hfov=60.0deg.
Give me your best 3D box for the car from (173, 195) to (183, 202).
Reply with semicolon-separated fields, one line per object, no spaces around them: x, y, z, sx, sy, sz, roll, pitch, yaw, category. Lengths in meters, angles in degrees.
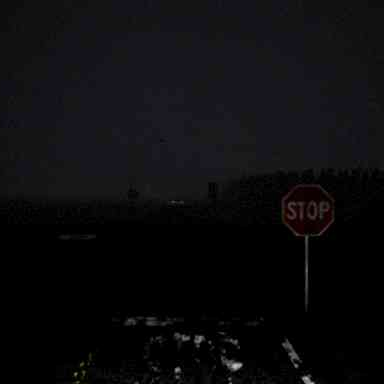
-2.733;1.220;66.900;2.033;1.411;5.357;0;0;0;car
